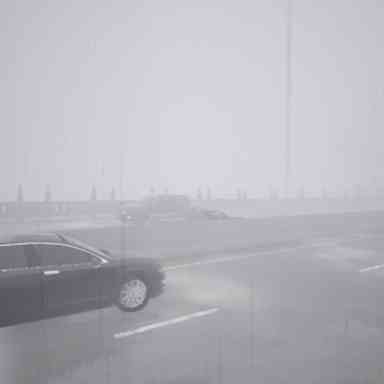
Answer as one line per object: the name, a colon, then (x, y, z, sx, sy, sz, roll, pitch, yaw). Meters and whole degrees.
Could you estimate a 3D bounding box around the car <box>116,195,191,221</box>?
car: (-2.568, 1.221, 23.656, 5.566, 2.045, 2.150, 0, 0, -36)

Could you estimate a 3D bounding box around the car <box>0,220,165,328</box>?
car: (-2.802, 1.504, 6.046, 4.892, 1.490, 1.837, 0, 0, -36)

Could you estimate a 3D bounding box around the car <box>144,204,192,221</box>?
car: (-0.324, 1.600, 20.959, 4.718, 1.301, 1.895, 0, 0, -35)

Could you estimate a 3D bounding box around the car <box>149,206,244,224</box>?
car: (0.438, 1.601, 17.203, 4.718, 1.301, 1.895, 0, 0, -35)
